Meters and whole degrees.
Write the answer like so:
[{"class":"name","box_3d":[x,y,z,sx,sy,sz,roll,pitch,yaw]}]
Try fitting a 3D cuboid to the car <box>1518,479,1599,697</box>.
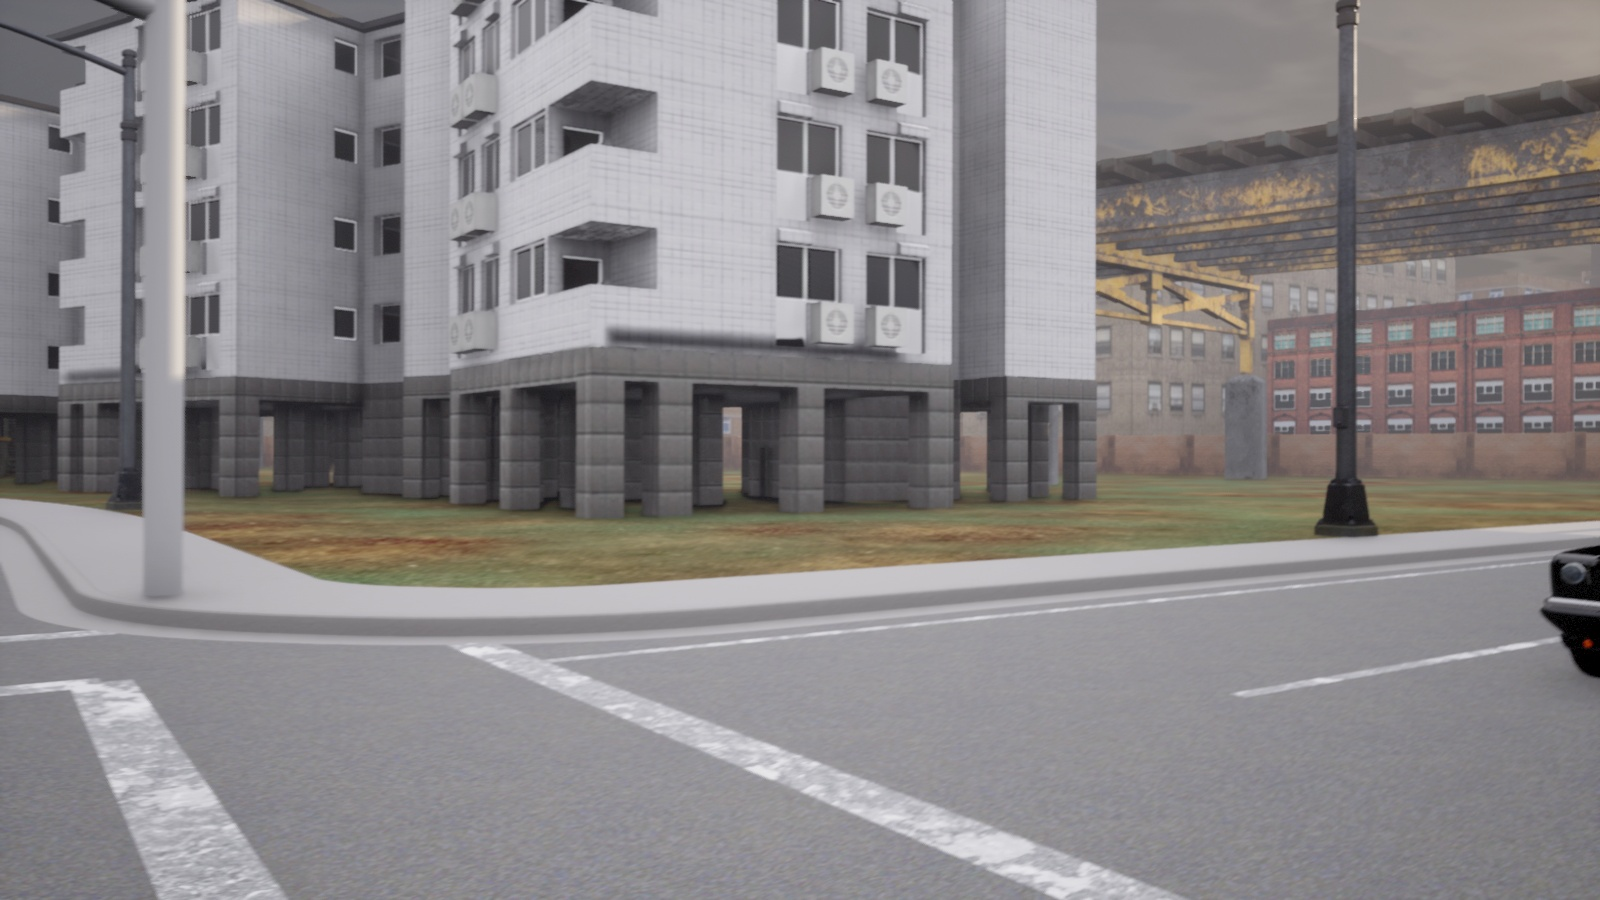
[{"class":"car","box_3d":[7.073,0.849,8.566,4.718,1.301,1.895,0,0,-34]}]
